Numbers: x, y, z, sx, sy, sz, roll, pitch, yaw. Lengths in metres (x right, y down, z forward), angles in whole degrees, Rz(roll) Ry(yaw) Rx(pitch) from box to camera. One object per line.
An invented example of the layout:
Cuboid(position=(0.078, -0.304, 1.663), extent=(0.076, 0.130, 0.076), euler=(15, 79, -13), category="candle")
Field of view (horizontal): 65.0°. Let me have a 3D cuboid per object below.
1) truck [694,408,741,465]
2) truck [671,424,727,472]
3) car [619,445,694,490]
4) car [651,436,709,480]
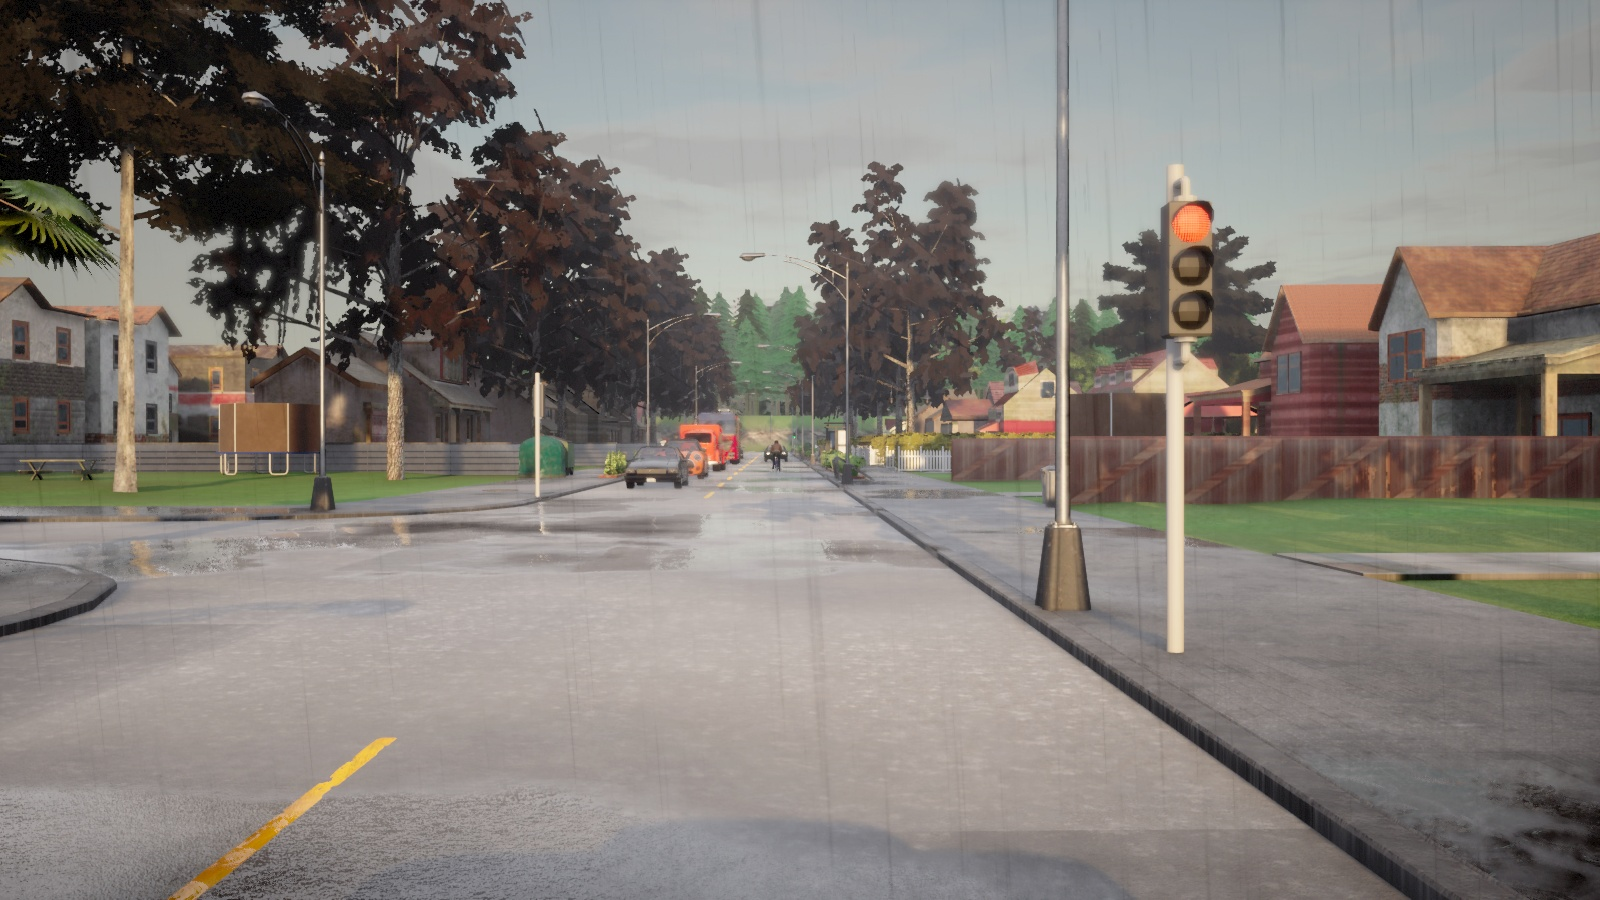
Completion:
Cuboid(position=(-5.674, -0.918, 87.703), extent=(2.891, 3.827, 8.468), euler=(0, 0, -1), category="truck")
Cuboid(position=(-5.252, -0.119, 66.276), extent=(2.627, 2.467, 5.204), euler=(0, 0, -1), category="truck")
Cuboid(position=(-4.789, 0.549, 42.690), extent=(2.033, 1.411, 5.357), euler=(0, 0, -1), category="car")
Cuboid(position=(-4.985, 0.303, 52.843), extent=(2.097, 1.767, 4.553), euler=(0, 0, -1), category="car")
